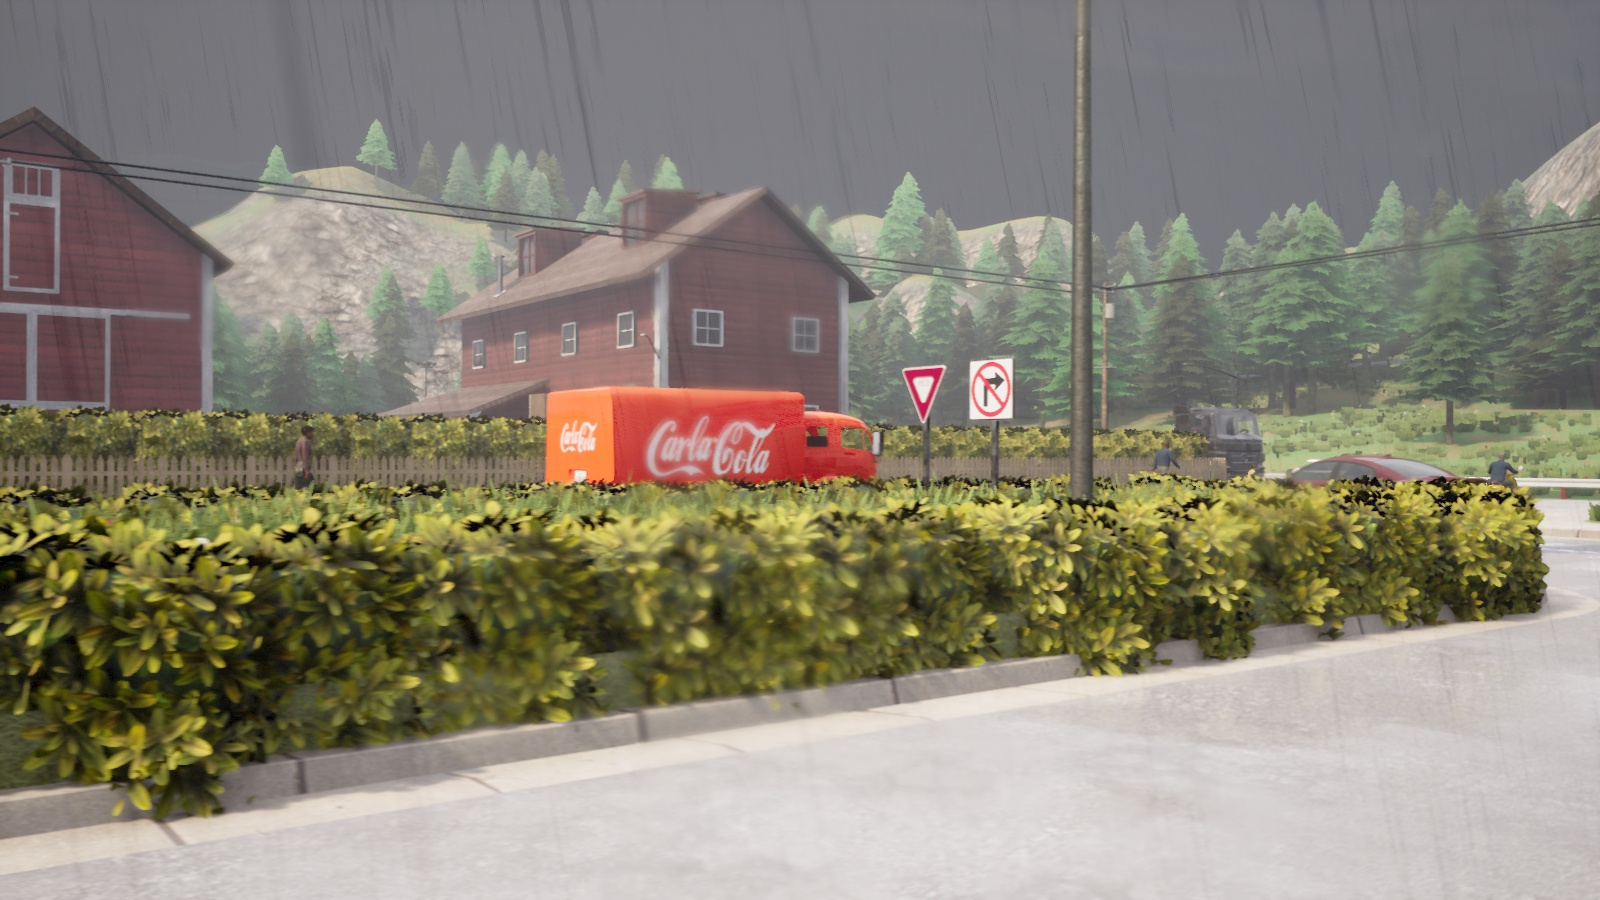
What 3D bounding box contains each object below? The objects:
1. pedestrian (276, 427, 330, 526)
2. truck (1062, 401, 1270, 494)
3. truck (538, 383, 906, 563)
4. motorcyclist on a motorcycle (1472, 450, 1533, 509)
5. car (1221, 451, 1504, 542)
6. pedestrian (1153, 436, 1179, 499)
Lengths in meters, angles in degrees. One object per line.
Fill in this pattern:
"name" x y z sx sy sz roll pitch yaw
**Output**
"pedestrian" -9.192 0.488 23.248 0.869 1.805 0.328 0 0 -38
"truck" 14.555 -0.077 50.629 2.891 3.462 7.936 0 0 -35
"truck" -1.162 0.326 19.840 5.204 2.467 2.627 0 0 -36
"motorcyclist on a motorcycle" 19.487 0.801 34.818 1.817 1.590 0.866 1 -1 -39
"car" 10.589 0.795 24.119 1.882 1.535 5.008 0 0 -23
"pedestrian" 10.929 0.519 37.520 0.726 1.835 0.370 0 0 -33
